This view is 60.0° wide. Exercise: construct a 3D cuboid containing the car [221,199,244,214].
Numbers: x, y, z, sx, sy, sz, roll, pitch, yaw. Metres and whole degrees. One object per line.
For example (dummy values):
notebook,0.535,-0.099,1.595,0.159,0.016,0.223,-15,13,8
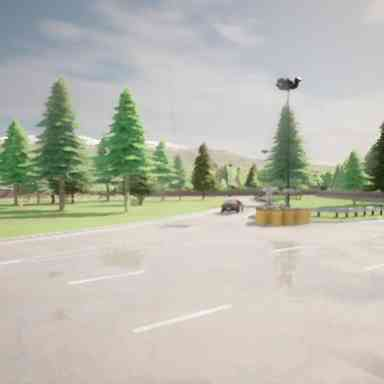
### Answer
car,4.334,1.482,35.301,1.812,1.442,4.674,0,0,18
